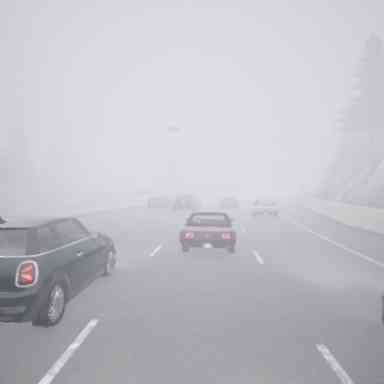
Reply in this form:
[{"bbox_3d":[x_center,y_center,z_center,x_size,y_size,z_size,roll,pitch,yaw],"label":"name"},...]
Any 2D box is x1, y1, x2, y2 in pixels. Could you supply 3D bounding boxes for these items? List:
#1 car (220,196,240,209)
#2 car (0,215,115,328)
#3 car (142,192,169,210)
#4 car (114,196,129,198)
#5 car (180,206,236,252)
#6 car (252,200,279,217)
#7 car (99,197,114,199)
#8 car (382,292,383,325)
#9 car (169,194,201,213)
[{"bbox_3d":[4.265,1.131,37.021,1.994,1.385,4.181,0,1,13],"label":"car"},{"bbox_3d":[-3.140,1.256,7.019,2.097,1.767,4.553,0,1,2],"label":"car"},{"bbox_3d":[-3.268,1.054,35.501,2.128,1.511,4.902,0,1,12],"label":"car"},{"bbox_3d":[-11.575,0.744,60.203,1.837,1.490,4.892,0,1,17],"label":"car"},{"bbox_3d":[0.694,1.443,13.144,1.895,1.301,4.718,0,1,5],"label":"car"},{"bbox_3d":[5.877,1.292,27.051,1.895,1.301,4.718,0,1,9],"label":"car"},{"bbox_3d":[-15.127,0.750,60.597,1.812,1.442,4.674,0,1,17],"label":"car"},{"bbox_3d":[3.702,1.466,3.001,2.128,1.511,4.902,0,1,1],"label":"car"},{"bbox_3d":[-0.413,0.968,31.620,2.097,1.767,4.553,0,1,10],"label":"car"}]
